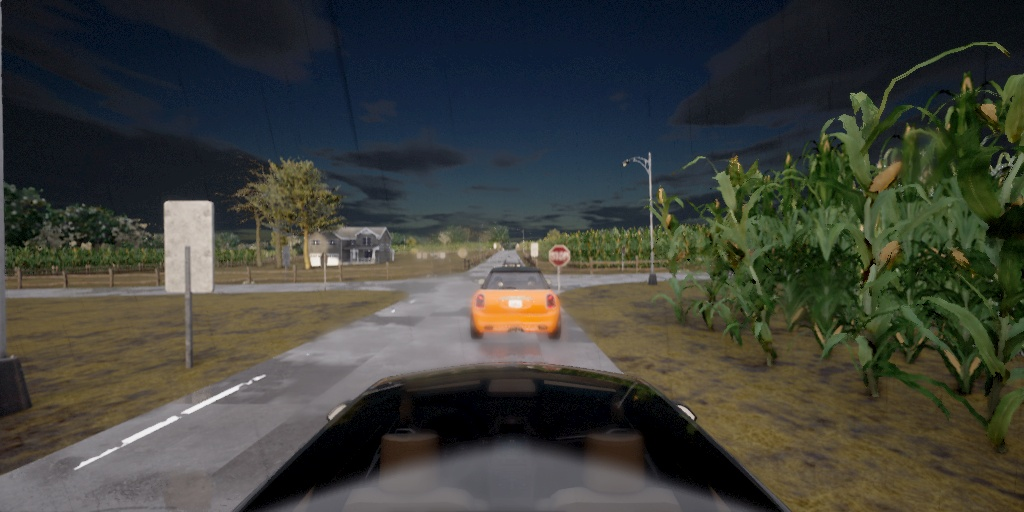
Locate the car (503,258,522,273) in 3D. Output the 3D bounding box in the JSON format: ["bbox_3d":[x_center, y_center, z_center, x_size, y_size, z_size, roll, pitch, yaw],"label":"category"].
[{"bbox_3d":[0.027,0.940,37.442,1.895,1.301,4.718,0,1,0],"label":"car"}]

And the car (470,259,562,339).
[{"bbox_3d":[0.085,1.055,10.037,2.097,1.767,4.553,0,0,0],"label":"car"}]
